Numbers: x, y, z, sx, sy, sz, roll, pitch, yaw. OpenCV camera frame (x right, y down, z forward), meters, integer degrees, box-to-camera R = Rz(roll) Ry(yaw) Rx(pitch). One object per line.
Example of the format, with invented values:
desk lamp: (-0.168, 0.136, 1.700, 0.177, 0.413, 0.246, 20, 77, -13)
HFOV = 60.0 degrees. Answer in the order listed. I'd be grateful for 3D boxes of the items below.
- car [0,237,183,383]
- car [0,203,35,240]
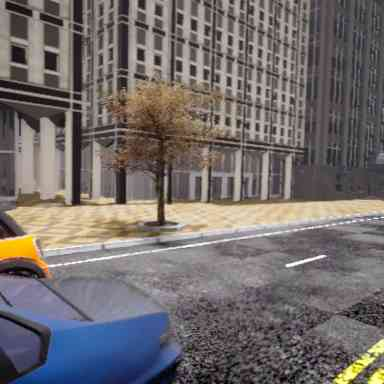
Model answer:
car: (-2.535, 1.334, 2.032, 5.357, 1.411, 2.033, 0, 4, -42)
car: (-4.516, 0.945, 4.596, 4.553, 1.767, 2.097, 0, 4, -42)
